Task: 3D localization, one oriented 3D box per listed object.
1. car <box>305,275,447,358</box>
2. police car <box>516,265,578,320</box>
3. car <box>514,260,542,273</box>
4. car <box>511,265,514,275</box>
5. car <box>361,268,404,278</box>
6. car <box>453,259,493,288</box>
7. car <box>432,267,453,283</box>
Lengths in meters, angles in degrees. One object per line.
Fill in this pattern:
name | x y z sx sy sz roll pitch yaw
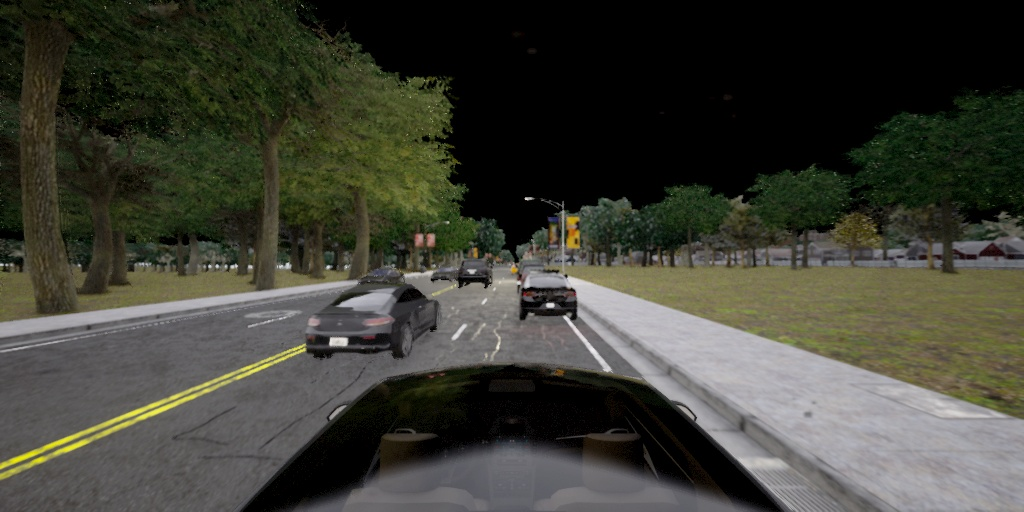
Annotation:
car | -3.006 1.366 8.592 1.812 1.442 4.674 0 -1 1
police car | 1.201 1.309 13.380 1.930 1.638 5.238 0 -1 1
car | 1.372 1.352 23.240 2.097 1.767 4.553 0 -1 1
car | 0.864 1.825 49.421 1.882 1.535 5.008 0 -1 1
car | -9.401 1.620 26.284 2.033 1.411 5.357 0 -1 1
car | -2.686 1.283 27.100 2.150 2.045 5.566 0 -1 1
car | -6.034 1.693 32.912 2.033 1.411 5.357 0 -1 1
